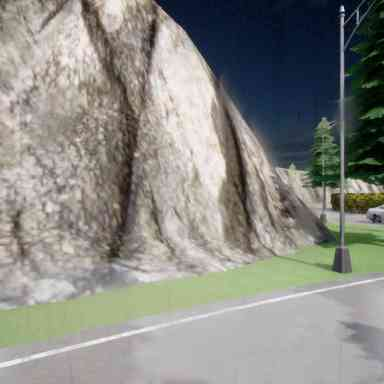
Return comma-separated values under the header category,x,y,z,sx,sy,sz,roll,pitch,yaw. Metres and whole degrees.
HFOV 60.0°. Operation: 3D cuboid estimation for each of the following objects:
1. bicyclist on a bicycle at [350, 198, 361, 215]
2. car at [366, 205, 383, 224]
category,x,y,z,sx,sy,sz,roll,pitch,yaw
bicyclist on a bicycle,16.430,1.453,33.354,1.656,1.620,0.582,0,0,-28
car,14.205,1.526,22.450,1.812,1.442,4.674,0,0,-28
